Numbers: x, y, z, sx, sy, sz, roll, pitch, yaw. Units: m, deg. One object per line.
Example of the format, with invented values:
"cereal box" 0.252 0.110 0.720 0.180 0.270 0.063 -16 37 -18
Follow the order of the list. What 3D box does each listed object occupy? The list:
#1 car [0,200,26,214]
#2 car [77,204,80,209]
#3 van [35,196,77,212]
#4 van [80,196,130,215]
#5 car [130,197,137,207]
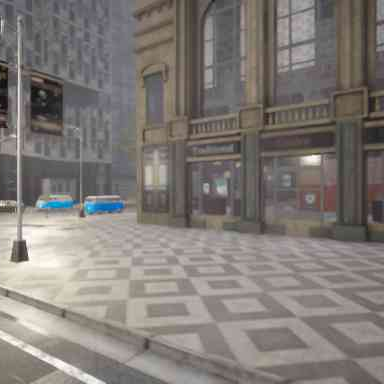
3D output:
"car" -18.494 1.496 32.255 2.008 1.369 4.403 0 0 36
"car" -12.031 1.448 41.238 1.752 1.417 4.829 0 0 36
"van" -15.212 1.274 36.815 1.690 1.788 3.998 0 0 36
"van" -8.291 1.269 31.838 1.690 1.788 3.998 0 0 36
"car" -8.749 1.437 45.799 1.752 1.417 4.829 0 0 36
